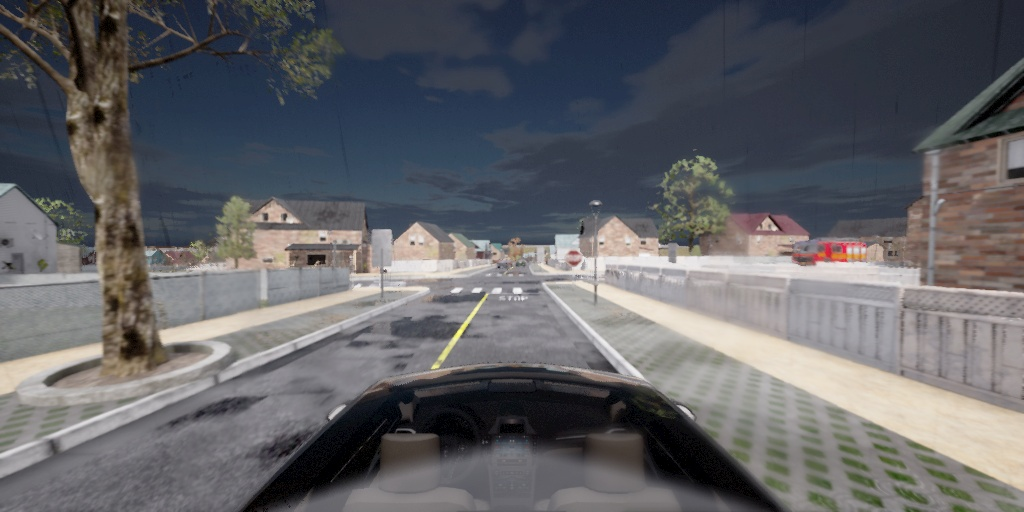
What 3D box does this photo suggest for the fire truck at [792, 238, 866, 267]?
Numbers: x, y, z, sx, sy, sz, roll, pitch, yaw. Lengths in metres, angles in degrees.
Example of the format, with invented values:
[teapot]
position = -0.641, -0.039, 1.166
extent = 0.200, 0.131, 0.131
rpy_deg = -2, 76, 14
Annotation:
[fire truck]
position = 37.856, -0.189, 42.837
extent = 8.468, 3.827, 2.891
rpy_deg = 0, 2, -17

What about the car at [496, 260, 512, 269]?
[car]
position = -1.615, 1.475, 61.629
extent = 2.033, 1.411, 5.357
rpy_deg = 0, 0, 3
